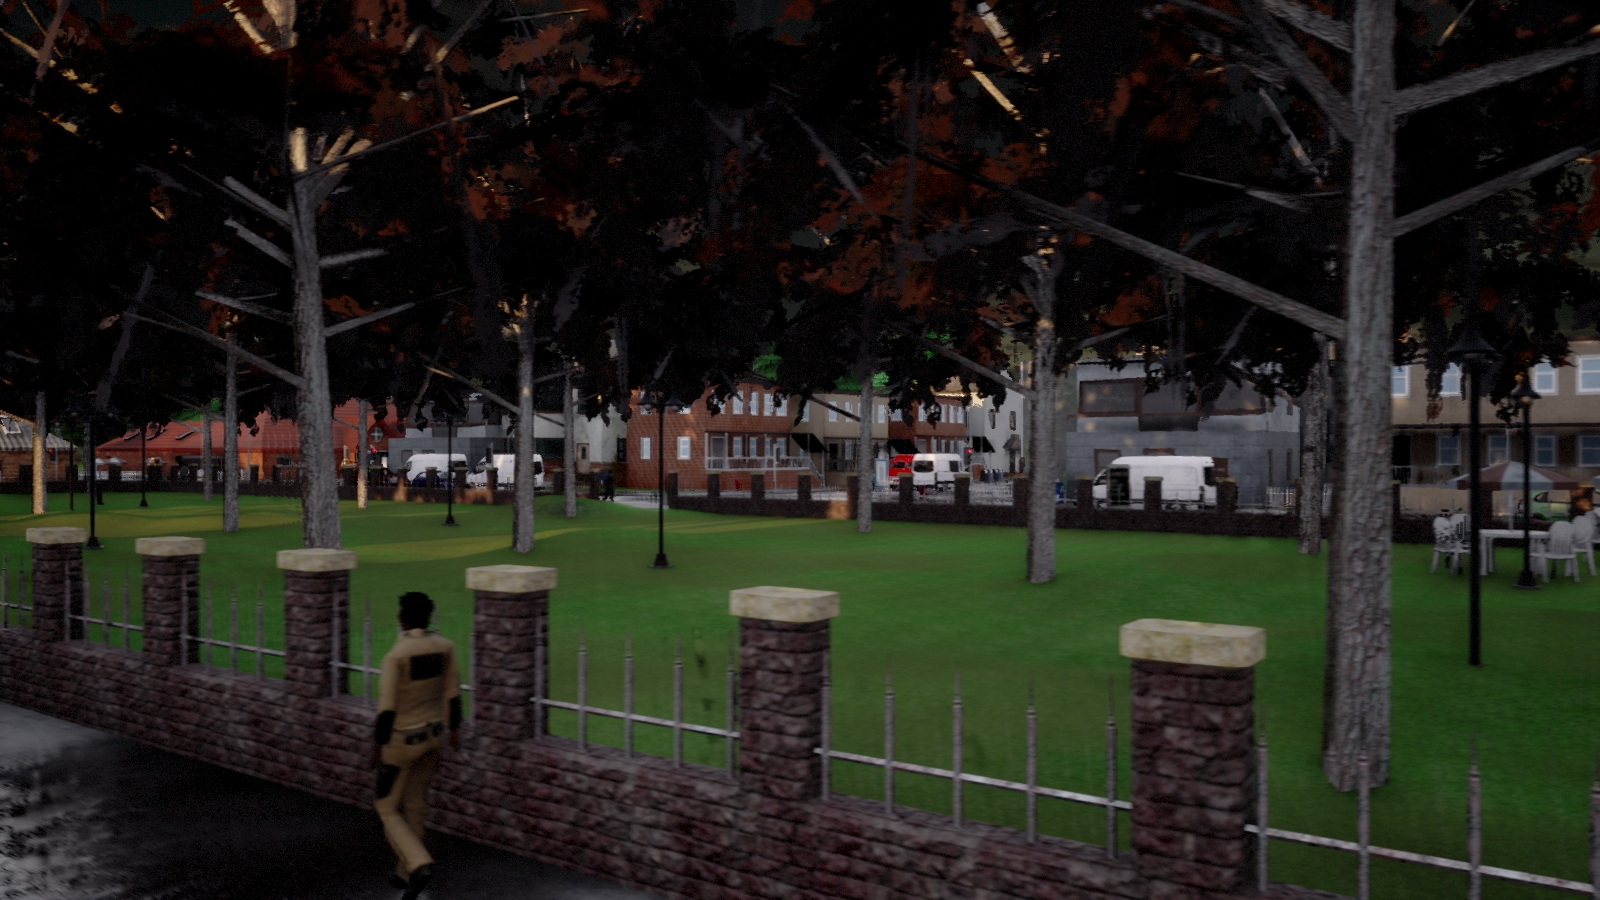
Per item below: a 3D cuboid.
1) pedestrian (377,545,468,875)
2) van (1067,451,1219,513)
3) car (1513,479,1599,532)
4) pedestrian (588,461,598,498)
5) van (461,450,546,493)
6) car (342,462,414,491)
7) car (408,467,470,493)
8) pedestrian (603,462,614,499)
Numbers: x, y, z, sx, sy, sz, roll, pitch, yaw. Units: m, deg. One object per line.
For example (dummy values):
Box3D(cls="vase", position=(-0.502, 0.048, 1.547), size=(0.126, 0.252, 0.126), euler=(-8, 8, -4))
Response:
Box3D(cls="pedestrian", position=(-2.266, 1.525, 6.856), size=(0.375, 1.860, 0.375), euler=(0, 0, 39))
Box3D(cls="van", position=(14.729, 1.313, 49.260), size=(5.915, 2.561, 1.988), euler=(0, 0, 35))
Box3D(cls="car", position=(25.466, 1.779, 36.956), size=(3.988, 1.617, 1.851), euler=(0, 0, 35))
Box3D(cls="pedestrian", position=(-10.721, 1.523, 59.236), size=(0.375, 1.860, 0.375), euler=(0, 0, -43))
Box3D(cls="van", position=(-18.773, 1.312, 72.193), size=(5.915, 2.561, 1.988), euler=(0, 0, 38))
Box3D(cls="car", position=(-27.115, 1.683, 73.426), size=(4.553, 1.767, 2.097), euler=(0, 0, 35))
Box3D(cls="car", position=(-22.162, 1.816, 70.188), size=(3.633, 1.501, 1.845), euler=(0, 0, 36))
Box3D(cls="pedestrian", position=(-9.549, 1.523, 57.029), size=(0.375, 1.860, 0.375), euler=(0, 0, 42))
